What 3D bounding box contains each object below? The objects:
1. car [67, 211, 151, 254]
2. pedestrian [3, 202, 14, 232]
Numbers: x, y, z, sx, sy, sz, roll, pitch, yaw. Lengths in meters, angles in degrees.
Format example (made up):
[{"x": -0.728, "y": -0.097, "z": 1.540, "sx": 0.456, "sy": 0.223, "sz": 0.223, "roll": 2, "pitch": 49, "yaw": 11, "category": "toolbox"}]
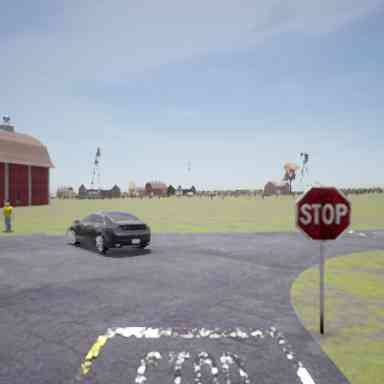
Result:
[{"x": -3.587, "y": 1.561, "z": 13.882, "sx": 1.837, "sy": 1.490, "sz": 4.892, "roll": 2, "pitch": -2, "yaw": -40, "category": "car"}, {"x": -11.219, "y": 1.518, "z": 20.365, "sx": 0.375, "sy": 1.860, "sz": 0.375, "roll": 0, "pitch": 0, "yaw": 4, "category": "pedestrian"}]
